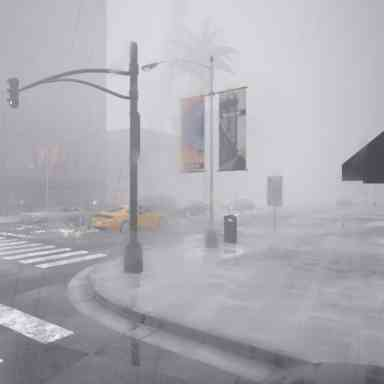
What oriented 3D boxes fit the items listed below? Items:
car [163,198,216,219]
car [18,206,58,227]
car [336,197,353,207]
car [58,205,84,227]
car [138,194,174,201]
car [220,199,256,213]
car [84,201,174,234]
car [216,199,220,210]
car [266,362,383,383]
[{"bbox_3d":[-0.129,1.515,30.333,1.882,1.535,5.008,0,0,35],"label":"car"},{"bbox_3d":[-9.318,1.614,22.973,1.895,1.301,4.718,0,0,35],"label":"car"},{"bbox_3d":[24.807,1.619,54.013,2.128,1.511,4.902,0,0,35],"label":"car"},{"bbox_3d":[-5.798,1.567,22.310,2.033,1.411,5.357,0,0,35],"label":"car"},{"bbox_3d":[-3.679,1.251,30.944,2.150,2.045,5.566,0,0,35],"label":"car"},{"bbox_3d":[5.710,1.549,38.583,2.128,1.511,4.902,0,0,35],"label":"car"},{"bbox_3d":[-3.503,1.501,19.600,1.882,1.535,5.008,0,0,35],"label":"car"},{"bbox_3d":[2.247,1.528,39.311,1.882,1.535,5.008,0,0,35],"label":"car"},{"bbox_3d":[2.202,1.551,1.275,4.403,1.369,2.008,0,0,36],"label":"car"}]
